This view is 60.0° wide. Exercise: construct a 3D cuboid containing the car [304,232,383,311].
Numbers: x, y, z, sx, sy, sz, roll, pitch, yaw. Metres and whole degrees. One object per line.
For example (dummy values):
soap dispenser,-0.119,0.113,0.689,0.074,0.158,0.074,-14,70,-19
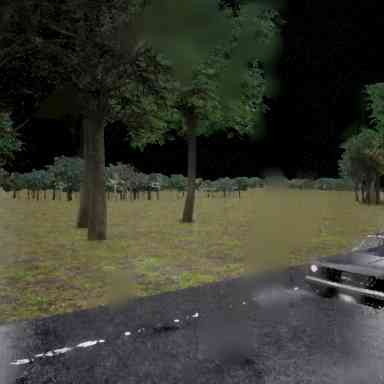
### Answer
car,4.580,1.589,7.247,4.718,1.301,1.895,0,0,-35
